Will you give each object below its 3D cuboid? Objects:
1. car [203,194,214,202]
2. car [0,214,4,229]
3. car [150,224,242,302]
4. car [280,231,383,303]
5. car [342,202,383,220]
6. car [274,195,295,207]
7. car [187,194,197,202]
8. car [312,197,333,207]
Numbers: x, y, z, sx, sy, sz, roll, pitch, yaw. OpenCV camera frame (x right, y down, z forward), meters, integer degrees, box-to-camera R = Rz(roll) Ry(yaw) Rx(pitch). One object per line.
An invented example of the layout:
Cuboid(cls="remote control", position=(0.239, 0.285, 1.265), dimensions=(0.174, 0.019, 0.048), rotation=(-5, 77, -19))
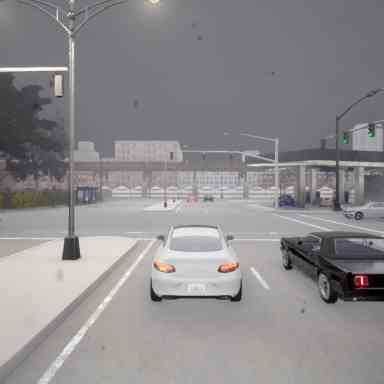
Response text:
Cuboid(cls="car", position=(3.528, 1.257, 72.331), dimensions=(2.097, 1.767, 4.553), rotation=(0, 0, 0))
Cuboid(cls="car", position=(-11.748, 1.553, 18.185), dimensions=(1.895, 1.301, 4.718), rotation=(0, 0, -20))
Cuboid(cls="car", position=(0.085, 1.517, 8.145), dimensions=(1.812, 1.442, 4.674), rotation=(0, 0, 0))
Cuboid(cls="car", position=(3.591, 1.599, 8.128), dimensions=(1.895, 1.301, 4.718), rotation=(0, 0, 0))
Cuboid(cls="car", position=(14.899, 1.523, 27.498), dimensions=(4.674, 1.442, 1.812), rotation=(0, 0, -1))
Cuboid(cls="car", position=(13.230, 1.262, 47.682), dimensions=(2.242, 1.667, 4.611), rotation=(0, 0, 0))
Cuboid(cls="car", position=(0.028, 1.250, 72.332), dimensions=(2.097, 1.767, 4.553), rotation=(0, 0, 0))
Cuboid(cls="car", position=(18.975, 1.434, 48.443), dimensions=(1.970, 1.475, 3.806), rotation=(0, 0, 0))
